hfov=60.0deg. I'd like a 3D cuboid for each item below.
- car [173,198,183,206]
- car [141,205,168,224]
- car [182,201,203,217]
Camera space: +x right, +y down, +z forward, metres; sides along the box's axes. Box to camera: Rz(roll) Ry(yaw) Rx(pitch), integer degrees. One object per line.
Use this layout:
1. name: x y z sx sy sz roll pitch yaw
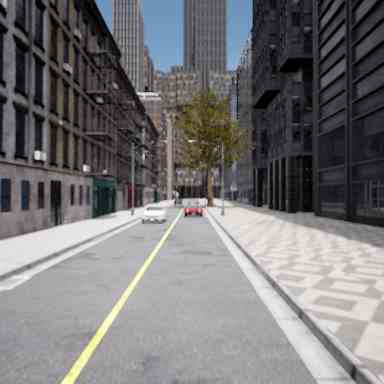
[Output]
1. car: -2.872 2.110 69.096 1.837 1.490 4.892 0 0 0
2. car: -3.049 1.800 27.748 1.812 1.442 4.674 0 -1 0
3. car: 0.158 1.948 35.580 1.895 1.301 4.718 0 -1 0
